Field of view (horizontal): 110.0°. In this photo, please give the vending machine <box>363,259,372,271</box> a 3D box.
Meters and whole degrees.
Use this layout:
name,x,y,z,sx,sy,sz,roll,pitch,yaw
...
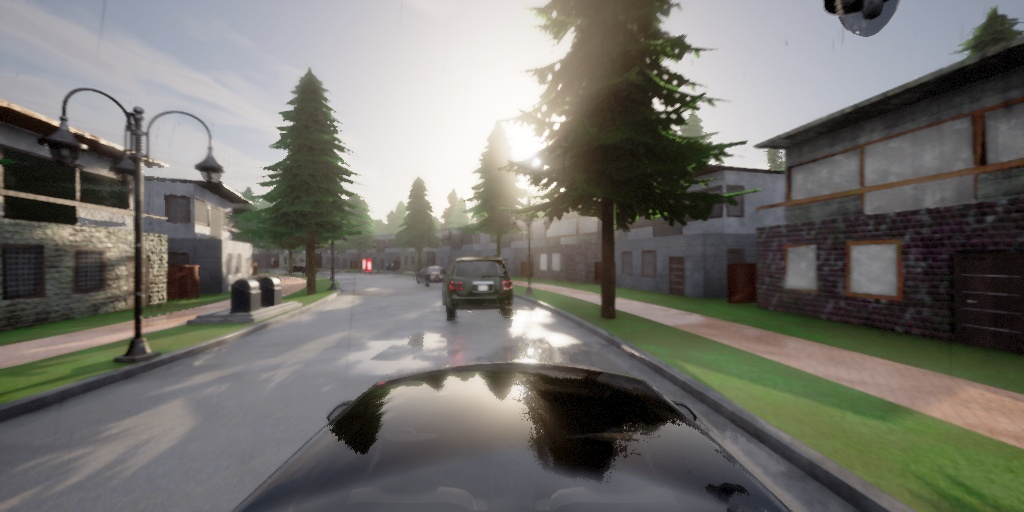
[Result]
name,x,y,z,sx,sy,sz,roll,pitch,yaw
vending machine,-21.425,1.365,53.109,0.880,2.100,1.100,0,0,38

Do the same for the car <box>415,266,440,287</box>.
name,x,y,z,sx,sy,sz,roll,pitch,yaw
car,-5.970,1.487,27.063,2.033,1.411,5.357,0,0,-26

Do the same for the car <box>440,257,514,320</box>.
name,x,y,z,sx,sy,sz,roll,pitch,yaw
car,-1.427,1.055,13.346,2.150,2.045,5.566,0,0,-12

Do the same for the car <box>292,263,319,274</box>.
name,x,y,z,sx,sy,sz,roll,pitch,yaw
car,-27.883,1.655,48.369,4.902,1.511,2.128,0,0,37
